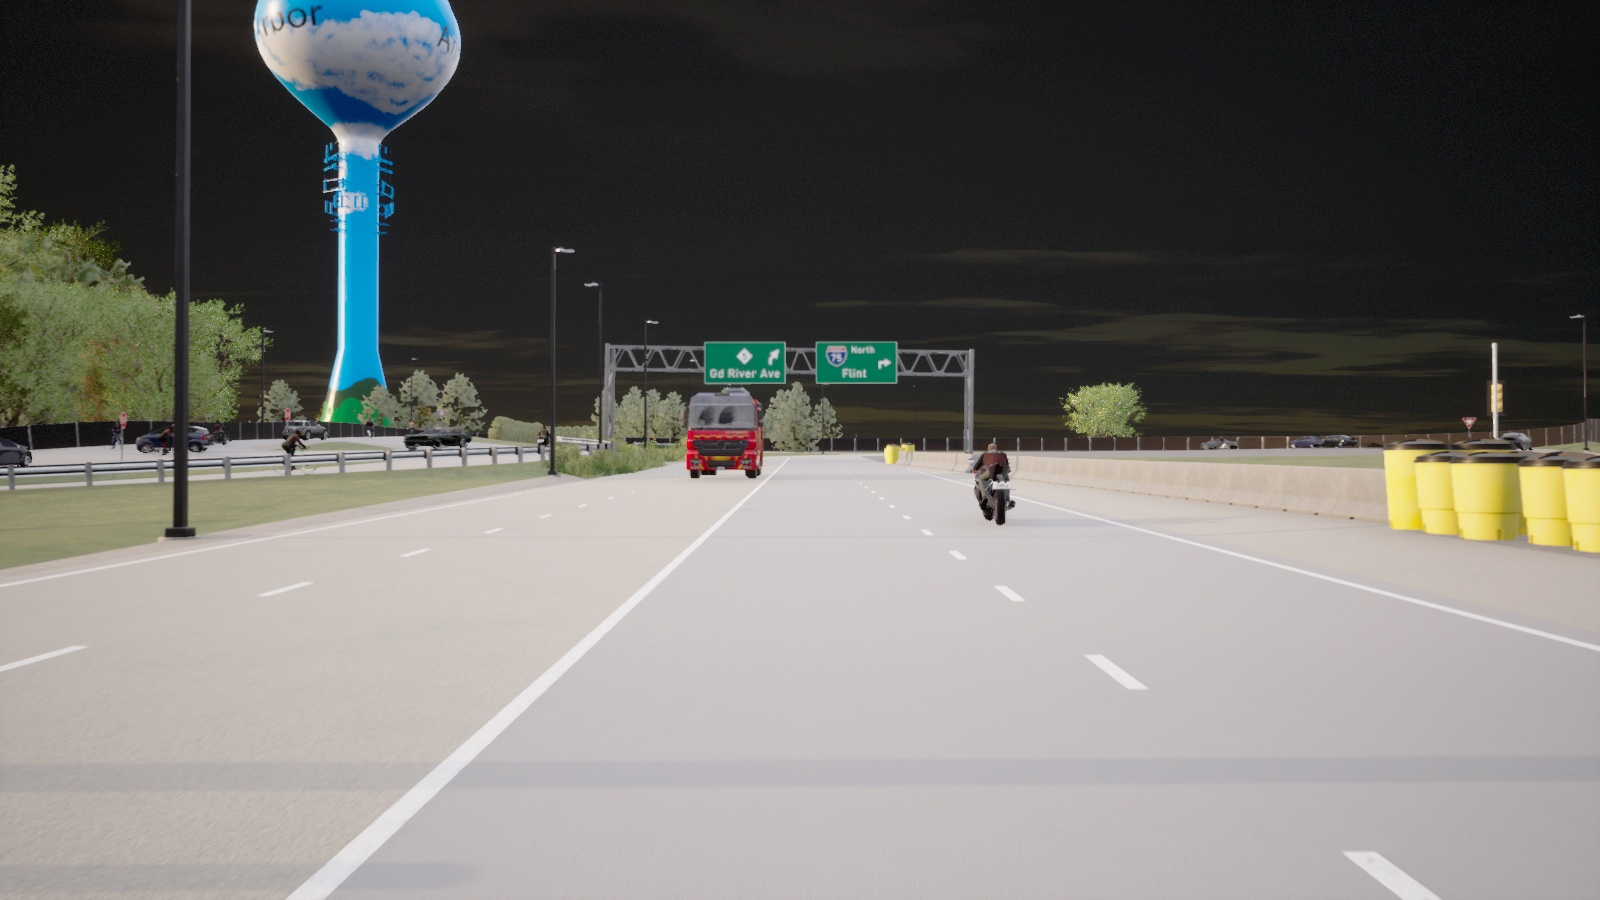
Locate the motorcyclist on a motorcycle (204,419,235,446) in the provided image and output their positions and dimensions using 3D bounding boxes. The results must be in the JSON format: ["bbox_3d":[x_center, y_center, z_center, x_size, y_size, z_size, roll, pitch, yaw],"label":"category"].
[{"bbox_3d":[-36.719,-1.128,79.487,0.766,1.649,2.350,0,2,1],"label":"motorcyclist on a motorcycle"}]

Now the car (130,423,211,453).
[{"bbox_3d":[-34.690,-0.653,69.307,3.705,1.549,1.789,-1,3,-15],"label":"car"}]

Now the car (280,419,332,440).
[{"bbox_3d":[-36.217,-1.531,92.115,1.970,1.475,3.806,0,2,7],"label":"car"}]

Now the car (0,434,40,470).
[{"bbox_3d":[-36.348,0.093,56.630,1.845,1.501,3.633,0,3,1],"label":"car"}]

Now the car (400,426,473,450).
[{"bbox_3d":[-20.844,-0.699,72.207,1.895,1.301,4.718,0,2,15],"label":"car"}]

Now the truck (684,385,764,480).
[{"bbox_3d":[-3.171,-0.724,54.547,2.891,3.827,8.468,0,0,0],"label":"truck"}]

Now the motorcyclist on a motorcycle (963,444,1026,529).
[{"bbox_3d":[3.651,0.660,23.761,0.866,1.530,2.191,0,0,0],"label":"motorcyclist on a motorcycle"}]
